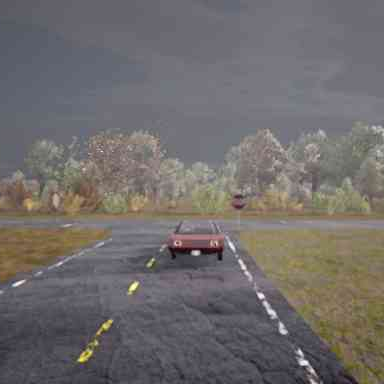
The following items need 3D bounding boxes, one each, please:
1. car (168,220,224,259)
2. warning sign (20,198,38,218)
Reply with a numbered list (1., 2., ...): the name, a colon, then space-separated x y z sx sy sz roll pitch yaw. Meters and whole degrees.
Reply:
1. car: 0.258 1.742 13.162 1.895 1.301 4.718 0 -1 3
2. warning sign: -15.399 1.477 31.474 1.060 1.860 1.300 0 -1 2
